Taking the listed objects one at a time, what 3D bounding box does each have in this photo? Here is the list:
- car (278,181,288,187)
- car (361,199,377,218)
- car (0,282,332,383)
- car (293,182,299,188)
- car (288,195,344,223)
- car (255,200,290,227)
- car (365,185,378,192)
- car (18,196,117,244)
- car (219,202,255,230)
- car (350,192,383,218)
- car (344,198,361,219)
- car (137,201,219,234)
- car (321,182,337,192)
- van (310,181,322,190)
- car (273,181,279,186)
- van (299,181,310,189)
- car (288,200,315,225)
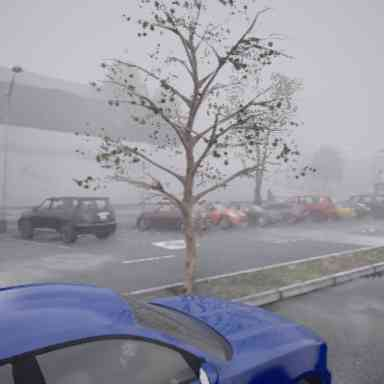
[{"bbox_3d":[24.580,-1.926,84.956,2.002,1.452,4.674,7,3,35],"label":"car"},{"bbox_3d":[13.564,1.584,29.839,4.674,1.452,2.002,-1,-1,35],"label":"car"},{"bbox_3d":[-0.987,1.477,2.428,5.008,1.535,1.882,0,0,-35],"label":"car"},{"bbox_3d":[26.410,-1.694,82.634,1.946,1.575,5.366,7,3,35],"label":"car"},{"bbox_3d":[8.636,1.271,26.386,5.566,2.045,2.435,-1,-1,35],"label":"car"},{"bbox_3d":[3.770,1.504,22.897,4.892,1.521,2.231,-1,-1,35],"label":"car"},{"bbox_3d":[36.674,-0.309,67.677,2.435,2.045,5.566,7,3,35],"label":"car"},{"bbox_3d":[-6.036,1.236,15.941,5.566,2.045,2.435,-1,0,35],"label":"car"},{"bbox_3d":[1.302,1.370,21.173,4.553,1.767,2.185,-1,-1,35],"label":"car"},{"bbox_3d":[15.993,1.304,31.595,5.566,2.045,2.435,-1,-1,35],"label":"car"},{"bbox_3d":[10.957,1.532,28.212,5.366,1.575,1.946,-1,-1,35],"label":"car"},{"bbox_3d":[-1.094,1.364,19.390,4.553,1.767,2.185,-1,-1,35],"label":"car"},{"bbox_3d":[31.468,-0.875,75.066,2.231,1.521,4.892,7,3,35],"label":"car"},{"bbox_3d":[29.710,-1.374,77.430,1.878,1.987,4.442,7,3,35],"label":"van"},{"bbox_3d":[22.840,-2.200,87.419,2.002,1.452,4.674,7,3,35],"label":"car"},{"bbox_3d":[27.983,-1.647,79.902,1.878,1.987,4.442,7,3,35],"label":"van"},{"bbox_3d":[6.190,1.541,24.642,4.792,1.488,2.163,-1,-1,35],"label":"car"}]
